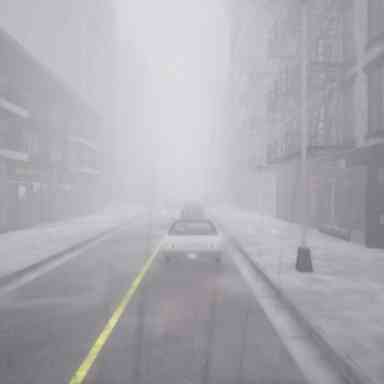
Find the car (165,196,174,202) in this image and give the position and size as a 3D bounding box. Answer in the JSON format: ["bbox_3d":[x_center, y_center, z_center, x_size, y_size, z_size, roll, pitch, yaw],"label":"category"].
[{"bbox_3d":[-5.414,1.696,80.220,1.802,1.307,4.206,0,0,0],"label":"car"}]

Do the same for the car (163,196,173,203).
[{"bbox_3d":[-5.413,1.674,74.538,1.947,1.339,4.313,0,0,0],"label":"car"}]

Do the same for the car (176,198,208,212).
[{"bbox_3d":[0.037,1.540,27.724,2.128,1.511,4.902,0,0,1],"label":"car"}]

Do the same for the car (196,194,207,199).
[{"bbox_3d":[2.613,1.660,74.540,2.008,1.369,4.403,0,0,0],"label":"car"}]

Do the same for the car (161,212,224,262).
[{"bbox_3d":[0.038,1.623,12.116,1.895,1.301,4.718,0,0,1],"label":"car"}]

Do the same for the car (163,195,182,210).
[{"bbox_3d":[-2.817,1.551,45.358,1.882,1.535,5.008,0,0,0],"label":"car"}]

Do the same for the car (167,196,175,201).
[{"bbox_3d":[-5.416,1.686,85.902,1.947,1.339,4.313,0,0,0],"label":"car"}]
